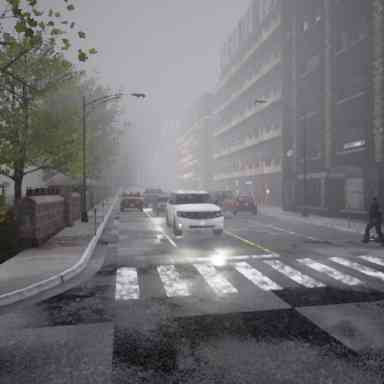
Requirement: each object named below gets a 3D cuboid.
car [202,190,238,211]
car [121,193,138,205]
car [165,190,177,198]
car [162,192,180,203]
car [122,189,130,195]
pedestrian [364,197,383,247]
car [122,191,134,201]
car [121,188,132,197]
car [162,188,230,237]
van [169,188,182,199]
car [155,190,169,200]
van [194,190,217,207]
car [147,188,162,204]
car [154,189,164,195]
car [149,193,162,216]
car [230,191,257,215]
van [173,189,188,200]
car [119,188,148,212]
[{"bbox_3d":[2.614,0.725,32.386,2.192,1.841,5.009,1,1,-12],"label":"car"},{"bbox_3d":[-7.838,0.831,41.506,1.947,1.339,4.313,1,1,-12],"label":"car"},{"bbox_3d":[-4.150,0.345,65.001,1.752,1.417,4.829,1,1,-12],"label":"car"},{"bbox_3d":[-3.039,0.760,46.593,1.895,1.301,4.718,0,1,-11],"label":"car"},{"bbox_3d":[-17.927,-0.050,90.174,1.947,1.339,4.313,1,1,-12],"label":"car"},{"bbox_3d":[6.692,1.070,12.194,0.375,1.860,0.375,1,0,-12],"label":"pedestrian"},{"bbox_3d":[-10.045,0.598,52.154,1.752,1.417,4.829,1,1,-12],"label":"car"},{"bbox_3d":[-14.560,-0.007,73.948,2.192,1.841,5.009,1,1,-12],"label":"car"},{"bbox_3d":[-0.043,0.928,16.766,2.150,2.045,5.566,0,1,-10],"label":"car"},{"bbox_3d":[-2.992,0.262,59.425,1.690,1.788,3.998,1,1,-12],"label":"van"},{"bbox_3d":[-5.095,0.490,56.241,1.837,1.490,4.892,0,1,-12],"label":"car"},{"bbox_3d":[1.493,0.654,37.794,1.690,1.788,3.998,1,1,-12],"label":"van"},{"bbox_3d":[-4.282,0.560,37.114,2.150,2.045,5.566,0,1,-11],"label":"car"},{"bbox_3d":[-8.601,-0.003,86.465,1.947,1.339,4.313,1,1,-12],"label":"car"},{"bbox_3d":[-2.138,1.053,26.713,1.812,1.442,4.674,0,1,-12],"label":"car"},{"bbox_3d":[3.734,0.948,26.980,1.967,1.590,4.097,1,1,-12],"label":"car"},{"bbox_3d":[-1.871,0.360,54.018,1.690,1.788,3.998,1,1,-12],"label":"van"},{"bbox_3d":[-5.591,0.776,30.686,2.192,1.841,5.009,1,1,-12],"label":"car"}]
